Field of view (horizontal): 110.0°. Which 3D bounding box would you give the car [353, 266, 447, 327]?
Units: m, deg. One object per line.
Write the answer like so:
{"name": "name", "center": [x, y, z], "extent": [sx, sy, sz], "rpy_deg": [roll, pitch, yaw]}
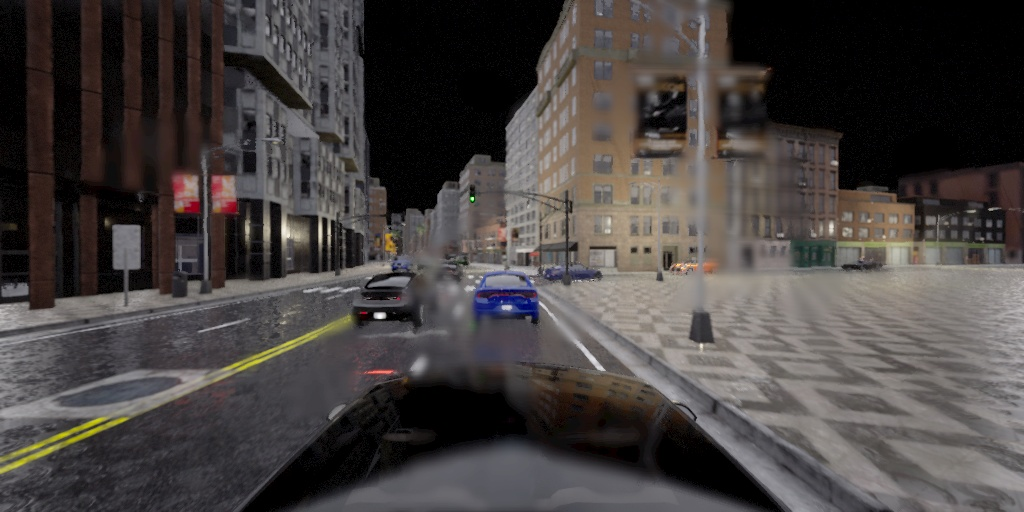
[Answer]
{"name": "car", "center": [-3.468, 1.261, 11.544], "extent": [1.837, 1.490, 4.892], "rpy_deg": [0, 0, -3]}

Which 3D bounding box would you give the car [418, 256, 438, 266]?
{"name": "car", "center": [-11.260, 1.132, 47.642], "extent": [2.097, 1.767, 4.553], "rpy_deg": [0, 0, -11]}

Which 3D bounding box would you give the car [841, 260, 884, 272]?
{"name": "car", "center": [41.200, 1.136, 42.216], "extent": [4.718, 1.301, 1.895], "rpy_deg": [0, 0, -17]}

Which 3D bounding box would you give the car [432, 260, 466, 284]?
{"name": "car", "center": [-4.645, 1.268, 26.940], "extent": [1.837, 1.490, 4.892], "rpy_deg": [0, 1, -6]}

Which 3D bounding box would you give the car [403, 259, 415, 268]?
{"name": "car", "center": [-18.051, 1.287, 62.850], "extent": [1.882, 1.535, 5.008], "rpy_deg": [0, 0, -14]}

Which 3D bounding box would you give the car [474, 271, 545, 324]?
{"name": "car", "center": [-0.234, 1.230, 12.033], "extent": [1.882, 1.535, 5.008], "rpy_deg": [0, 0, -3]}

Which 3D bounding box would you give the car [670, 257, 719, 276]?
{"name": "car", "center": [17.563, 0.986, 34.604], "extent": [4.553, 1.767, 2.097], "rpy_deg": [0, 0, -18]}

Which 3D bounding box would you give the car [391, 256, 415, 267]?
{"name": "car", "center": [-14.487, 1.007, 47.284], "extent": [2.150, 2.045, 5.566], "rpy_deg": [0, 0, -11]}

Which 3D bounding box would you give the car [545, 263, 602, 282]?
{"name": "car", "center": [4.599, 1.245, 26.854], "extent": [4.674, 1.442, 1.812], "rpy_deg": [0, -1, -30]}
